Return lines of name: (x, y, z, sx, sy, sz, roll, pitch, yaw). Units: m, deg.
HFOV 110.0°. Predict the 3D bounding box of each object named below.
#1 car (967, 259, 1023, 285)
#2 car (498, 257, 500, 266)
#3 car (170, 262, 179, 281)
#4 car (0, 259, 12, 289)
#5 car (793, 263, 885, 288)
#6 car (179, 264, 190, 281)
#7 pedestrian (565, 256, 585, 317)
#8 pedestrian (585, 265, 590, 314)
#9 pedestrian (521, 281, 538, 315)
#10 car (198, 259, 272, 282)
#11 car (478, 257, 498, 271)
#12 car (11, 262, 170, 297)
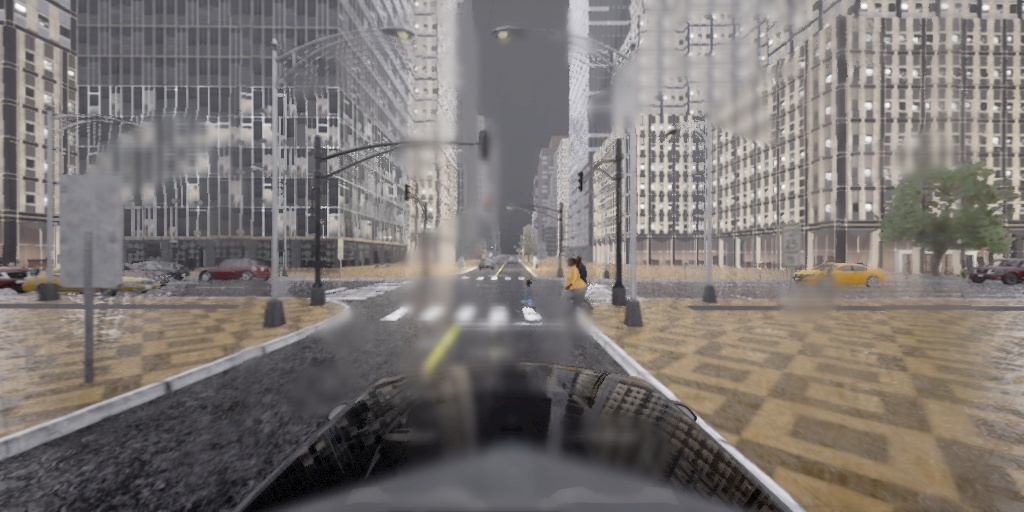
car: (35.973, 1.098, 25.648, 5.009, 1.841, 2.192, 0, 0, -1)
car: (-3.027, 0.874, 61.619, 2.128, 1.511, 4.902, 0, 0, 1)
car: (-20.933, 1.062, 18.928, 4.674, 1.442, 1.812, 0, 0, -1)
car: (-24.746, 0.835, 16.175, 5.009, 1.841, 2.192, 0, 0, -1)
car: (20.659, 1.208, 22.803, 5.008, 1.535, 1.882, 0, 0, -1)
car: (-24.885, 1.051, 24.754, 4.403, 1.370, 2.007, 0, 0, -1)
pedestrian: (1.846, 0.899, 10.489, 0.375, 1.860, 0.375, 0, 0, 0)
pedestrian: (2.128, 0.832, 11.205, 0.375, 1.860, 0.375, 0, 0, 0)
pedestrian: (0.574, 0.983, 11.805, 0.375, 1.860, 0.375, 0, 0, 0)
car: (-19.208, 0.972, 24.877, 4.097, 1.591, 1.967, 0, 0, -1)
car: (-3.077, 0.995, 44.140, 1.837, 1.490, 4.892, 0, 1, 0)
car: (-18.898, 1.078, 16.241, 4.829, 1.417, 1.751, 0, 0, -1)
